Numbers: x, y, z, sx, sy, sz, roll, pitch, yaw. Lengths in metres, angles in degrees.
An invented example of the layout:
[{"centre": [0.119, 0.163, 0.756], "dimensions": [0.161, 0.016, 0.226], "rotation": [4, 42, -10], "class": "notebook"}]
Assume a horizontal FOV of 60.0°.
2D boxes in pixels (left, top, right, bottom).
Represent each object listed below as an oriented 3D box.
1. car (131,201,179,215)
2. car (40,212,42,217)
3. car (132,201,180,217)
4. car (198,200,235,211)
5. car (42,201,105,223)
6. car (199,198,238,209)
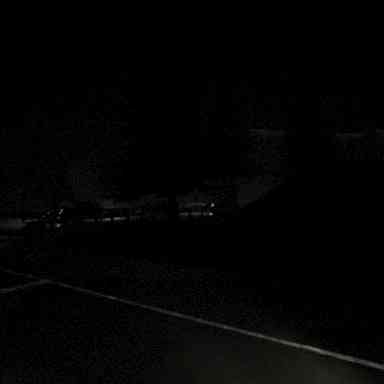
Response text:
[{"centre": [-4.265, 1.779, 38.693], "dimensions": [5.357, 1.411, 2.033], "rotation": [0, 0, -42], "class": "car"}, {"centre": [-11.456, 1.794, 31.640], "dimensions": [2.033, 1.411, 5.357], "rotation": [-1, 0, 43], "class": "car"}, {"centre": [-3.514, 1.698, 34.597], "dimensions": [4.902, 1.511, 2.128], "rotation": [0, 0, -42], "class": "car"}, {"centre": [3.300, 1.809, 44.582], "dimensions": [4.718, 1.301, 1.895], "rotation": [0, 0, -35], "class": "car"}, {"centre": [-9.721, 1.570, 28.182], "dimensions": [2.097, 1.767, 4.553], "rotation": [-1, 0, 41], "class": "car"}, {"centre": [3.409, 1.538, 40.336], "dimensions": [4.553, 1.767, 2.097], "rotation": [0, 0, -35], "class": "car"}]
